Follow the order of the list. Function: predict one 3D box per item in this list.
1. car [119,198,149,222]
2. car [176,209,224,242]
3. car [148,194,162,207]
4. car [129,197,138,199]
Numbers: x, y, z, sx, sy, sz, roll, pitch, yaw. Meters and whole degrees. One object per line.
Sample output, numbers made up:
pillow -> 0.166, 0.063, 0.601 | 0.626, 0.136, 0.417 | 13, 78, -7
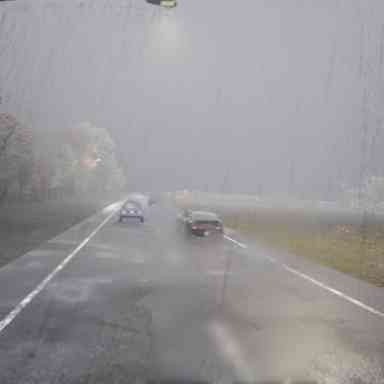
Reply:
car -> -4.754, 1.510, 26.405 | 2.033, 1.411, 5.357 | 3, 0, -10
car -> 0.323, 1.640, 17.485 | 1.837, 1.490, 4.892 | 3, 0, -10
car -> -6.137, 1.307, 55.265 | 2.150, 2.045, 5.566 | 3, 0, -10
car -> -9.549, 1.526, 54.381 | 1.895, 1.301, 4.718 | 3, 0, -10
